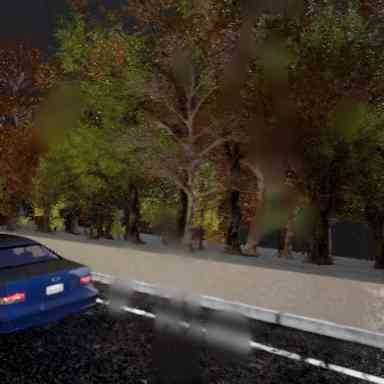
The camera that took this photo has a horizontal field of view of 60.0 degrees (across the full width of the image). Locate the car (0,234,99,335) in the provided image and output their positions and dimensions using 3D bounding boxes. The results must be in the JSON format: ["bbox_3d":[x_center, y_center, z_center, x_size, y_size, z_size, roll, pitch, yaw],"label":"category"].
[{"bbox_3d":[-4.193,1.576,6.672,5.357,1.411,2.033,0,0,35],"label":"car"}]
